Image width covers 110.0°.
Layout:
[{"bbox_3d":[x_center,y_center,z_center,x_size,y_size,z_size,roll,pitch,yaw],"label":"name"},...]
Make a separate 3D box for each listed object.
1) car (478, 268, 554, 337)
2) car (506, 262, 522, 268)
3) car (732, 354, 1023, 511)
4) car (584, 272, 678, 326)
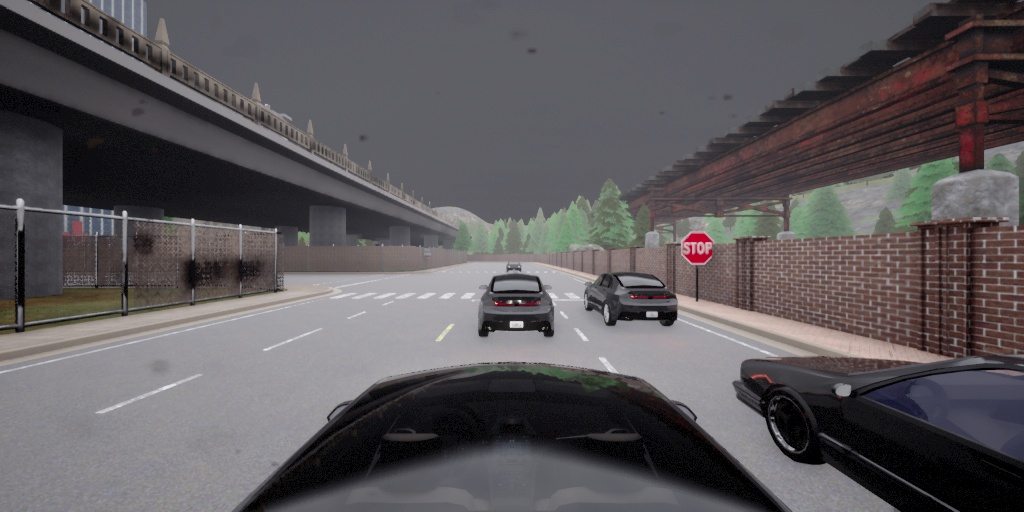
[{"bbox_3d":[0.104,1.255,10.273,1.837,1.490,4.892,0,0,0],"label":"car"},{"bbox_3d":[0.227,1.350,45.468,1.895,1.301,4.718,0,0,-1],"label":"car"},{"bbox_3d":[3.600,1.297,1.883,2.033,1.411,5.357,0,0,0],"label":"car"},{"bbox_3d":[3.607,1.255,11.629,1.837,1.490,4.892,0,0,0],"label":"car"}]
